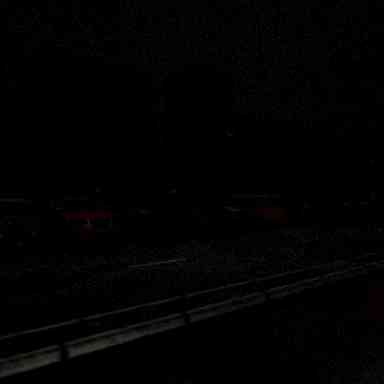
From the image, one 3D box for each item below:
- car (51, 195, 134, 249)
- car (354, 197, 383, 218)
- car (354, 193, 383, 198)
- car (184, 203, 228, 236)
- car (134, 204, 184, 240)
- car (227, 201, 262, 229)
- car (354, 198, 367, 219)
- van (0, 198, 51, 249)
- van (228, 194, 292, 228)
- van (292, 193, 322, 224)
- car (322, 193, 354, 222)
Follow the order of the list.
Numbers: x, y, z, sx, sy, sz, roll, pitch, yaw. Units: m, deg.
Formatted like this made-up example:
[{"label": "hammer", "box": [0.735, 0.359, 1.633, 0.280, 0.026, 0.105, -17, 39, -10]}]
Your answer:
[{"label": "car", "box": [-5.075, 1.185, 15.019, 2.435, 2.045, 5.566, 0, 0, -35]}, {"label": "car", "box": [12.973, 1.390, 27.895, 2.002, 1.452, 4.674, 0, 0, -35]}, {"label": "car", "box": [15.202, 1.093, 29.450, 2.435, 2.045, 5.566, 0, 0, -35]}, {"label": "car", "box": [-0.544, 1.437, 18.242, 2.163, 1.488, 4.792, 0, 0, -35]}, {"label": "car", "box": [-2.821, 1.423, 16.650, 2.231, 1.521, 4.892, 0, 0, -35]}, {"label": "car", "box": [1.603, 1.436, 19.803, 2.002, 1.452, 4.674, 0, 0, -35]}, {"label": "car", "box": [10.761, 1.397, 26.321, 2.002, 1.452, 4.674, 0, 0, -35]}, {"label": "van", "box": [-7.286, 1.227, 13.336, 1.878, 1.987, 4.442, 0, 0, -35]}, {"label": "van", "box": [3.899, 1.158, 21.584, 1.878, 1.987, 4.442, 0, 0, -35]}, {"label": "van", "box": [6.297, 1.147, 23.004, 1.878, 1.987, 4.442, 0, 0, -35]}, {"label": "car", "box": [8.478, 1.114, 24.735, 2.435, 2.045, 5.566, 0, 0, -35]}]
